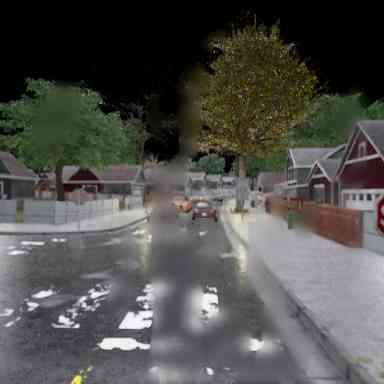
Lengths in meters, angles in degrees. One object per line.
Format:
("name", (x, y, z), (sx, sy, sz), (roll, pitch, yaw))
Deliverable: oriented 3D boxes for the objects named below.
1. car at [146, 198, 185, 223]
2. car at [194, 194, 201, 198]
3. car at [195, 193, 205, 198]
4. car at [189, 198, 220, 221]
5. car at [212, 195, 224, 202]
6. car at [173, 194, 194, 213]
("car", (-2.012, 1.466, 24.862), (2.033, 1.411, 5.357), (0, 0, 5))
("car", (-0.349, 1.356, 43.846), (1.895, 1.301, 4.718), (0, 1, 6))
("car", (0.871, 1.016, 53.733), (2.097, 1.767, 4.553), (0, 1, 8))
("car", (1.046, 1.432, 26.216), (1.812, 1.442, 4.674), (0, 0, 4))
("car", (4.705, 1.190, 60.225), (1.895, 1.301, 4.718), (0, 1, 8))
("car", (-1.259, 1.191, 34.436), (2.097, 1.767, 4.553), (0, 1, 5))
